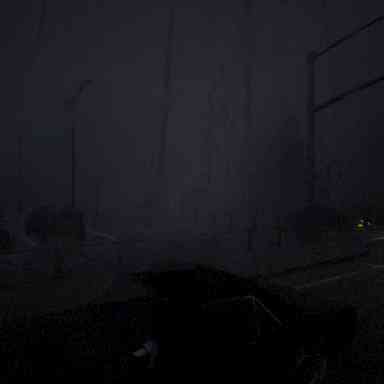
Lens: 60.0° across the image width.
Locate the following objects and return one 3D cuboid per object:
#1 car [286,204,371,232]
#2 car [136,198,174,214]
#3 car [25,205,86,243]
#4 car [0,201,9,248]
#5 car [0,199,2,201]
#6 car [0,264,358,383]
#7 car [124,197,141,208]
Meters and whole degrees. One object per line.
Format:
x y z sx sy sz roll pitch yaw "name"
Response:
8.102 1.504 20.128 1.837 1.490 4.892 0 0 -43 "car"
-3.863 1.601 35.749 1.895 1.301 4.718 0 0 -36 "car"
-6.351 1.340 15.315 2.007 1.523 4.514 0 0 -36 "car"
-8.865 1.331 13.439 2.152 1.636 5.027 0 0 -36 "car"
-21.577 1.374 36.432 1.845 1.501 3.633 0 0 -36 "car"
-0.364 1.601 3.572 4.718 1.301 1.895 0 0 -34 "car"
-8.053 1.478 47.555 1.882 1.535 5.008 0 0 -36 "car"
